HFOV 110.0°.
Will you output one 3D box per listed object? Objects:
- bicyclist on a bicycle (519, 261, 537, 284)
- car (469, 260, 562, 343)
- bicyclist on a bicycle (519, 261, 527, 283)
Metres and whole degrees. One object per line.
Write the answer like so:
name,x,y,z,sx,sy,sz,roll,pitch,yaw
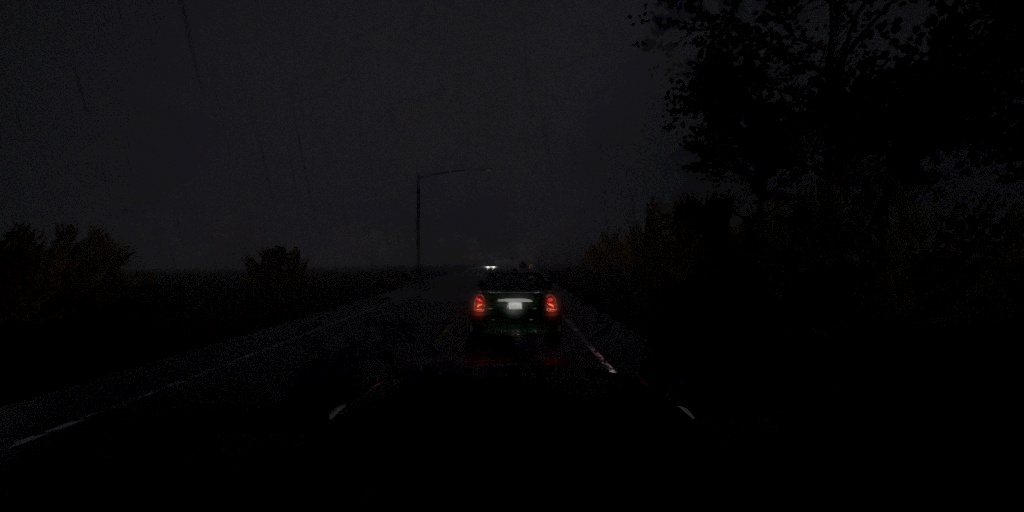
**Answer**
bicyclist on a bicycle,0.893,1.181,17.207,0.866,1.612,1.509,0,0,0
car,0.067,1.099,9.862,2.097,1.767,4.553,0,0,0
bicyclist on a bicycle,0.823,1.193,27.323,0.582,1.620,1.656,0,0,0
